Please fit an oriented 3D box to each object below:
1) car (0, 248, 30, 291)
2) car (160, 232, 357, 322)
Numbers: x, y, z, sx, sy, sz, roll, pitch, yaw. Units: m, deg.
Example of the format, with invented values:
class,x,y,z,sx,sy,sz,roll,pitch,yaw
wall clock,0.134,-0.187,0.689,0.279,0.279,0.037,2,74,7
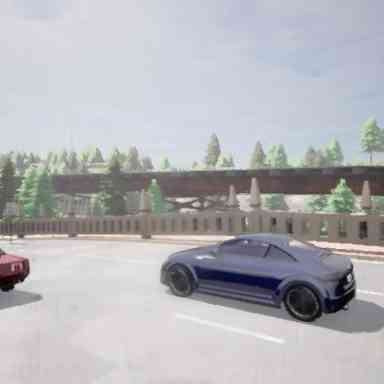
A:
class,x,y,z,sx,sy,sz,roll,pitch,yaw
car,-6.184,1.849,8.398,4.718,1.301,1.895,-3,-2,35
car,1.306,1.601,7.356,4.181,1.385,1.994,-1,-1,35
